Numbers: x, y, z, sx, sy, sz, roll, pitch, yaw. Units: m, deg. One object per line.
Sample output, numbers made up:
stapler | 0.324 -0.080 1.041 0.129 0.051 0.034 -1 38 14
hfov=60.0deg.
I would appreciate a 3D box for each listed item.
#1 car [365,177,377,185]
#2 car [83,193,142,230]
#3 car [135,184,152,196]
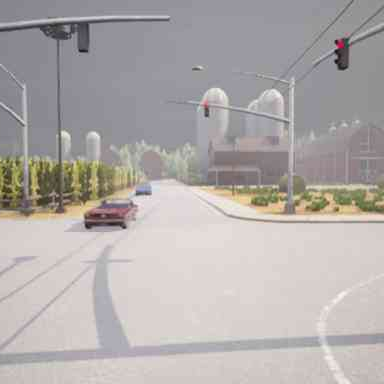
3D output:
car | 42.139 -2.455 77.838 1.905 1.878 3.866 10 10 41
car | -3.813 0.984 16.277 1.895 1.301 4.718 0 3 -2
car | -5.852 -0.274 40.539 1.882 1.535 5.008 0 4 -5
